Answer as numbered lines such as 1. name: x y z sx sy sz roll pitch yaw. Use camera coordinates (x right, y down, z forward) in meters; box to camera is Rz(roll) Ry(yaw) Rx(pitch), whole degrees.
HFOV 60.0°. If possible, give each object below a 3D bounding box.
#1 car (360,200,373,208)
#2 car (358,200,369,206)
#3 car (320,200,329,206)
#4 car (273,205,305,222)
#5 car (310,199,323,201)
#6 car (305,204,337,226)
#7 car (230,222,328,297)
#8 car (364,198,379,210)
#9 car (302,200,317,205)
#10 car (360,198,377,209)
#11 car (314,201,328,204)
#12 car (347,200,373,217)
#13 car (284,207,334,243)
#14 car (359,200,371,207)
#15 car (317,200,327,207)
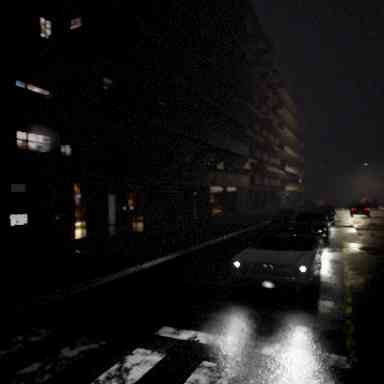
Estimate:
1. car: 33.973 2.309 64.840 1.947 1.339 4.313 -3 -2 24
2. car: 38.643 2.429 75.161 1.947 1.339 4.313 -3 -2 24
3. car: 33.342 2.673 83.707 1.947 1.339 4.313 -2 -2 24
4. car: 7.681 1.967 26.929 1.887 1.381 4.507 -2 -2 24
5. car: 17.005 1.994 47.581 2.192 1.841 5.009 -2 -2 24
6. car: 10.471 1.939 26.750 1.994 1.385 4.181 -1 -1 25
7. car: 2.579 1.756 9.316 1.895 1.301 4.718 -1 -1 24
8. car: 29.300 1.935 54.523 2.192 1.841 5.009 -3 -2 24
9. car: 14.608 2.138 42.258 1.752 1.417 4.829 -2 -2 24
10. car: 31.633 1.997 59.685 2.192 1.841 5.009 -3 -2 24
11. car: 14.846 2.041 36.366 2.033 1.411 5.357 -1 -1 24
12. car: 18.403 1.967 36.536 1.812 1.442 4.674 -1 -1 24
13. car: 6.370 1.767 17.706 1.837 1.490 4.892 -1 -1 24
14. car: 36.305 2.348 70.002 1.887 1.381 4.507 -3 -2 24
15. car: 28.675 2.533 73.383 1.887 1.381 4.507 -2 -2 24
